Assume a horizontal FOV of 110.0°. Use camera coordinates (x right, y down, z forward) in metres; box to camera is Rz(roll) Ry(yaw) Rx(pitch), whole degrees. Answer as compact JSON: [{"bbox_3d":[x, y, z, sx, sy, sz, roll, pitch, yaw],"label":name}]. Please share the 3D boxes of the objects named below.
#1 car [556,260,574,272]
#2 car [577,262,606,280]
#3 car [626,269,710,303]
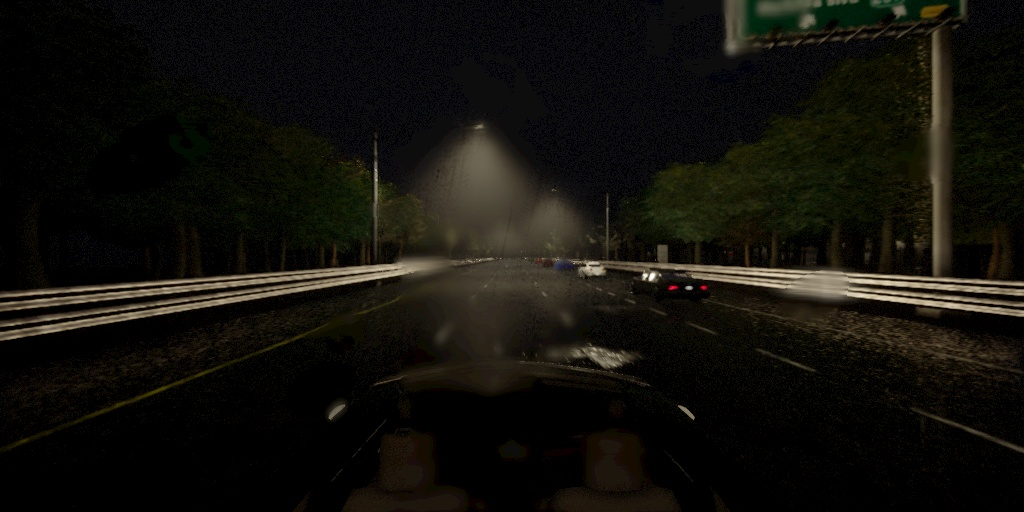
[{"bbox_3d":[6.993,1.248,47.661,1.882,1.535,5.008,0,0,0],"label":"car"},{"bbox_3d":[6.996,1.289,31.662,1.812,1.442,4.674,0,0,0],"label":"car"},{"bbox_3d":[6.999,1.304,16.682,2.033,1.411,5.357,0,0,0],"label":"car"}]
